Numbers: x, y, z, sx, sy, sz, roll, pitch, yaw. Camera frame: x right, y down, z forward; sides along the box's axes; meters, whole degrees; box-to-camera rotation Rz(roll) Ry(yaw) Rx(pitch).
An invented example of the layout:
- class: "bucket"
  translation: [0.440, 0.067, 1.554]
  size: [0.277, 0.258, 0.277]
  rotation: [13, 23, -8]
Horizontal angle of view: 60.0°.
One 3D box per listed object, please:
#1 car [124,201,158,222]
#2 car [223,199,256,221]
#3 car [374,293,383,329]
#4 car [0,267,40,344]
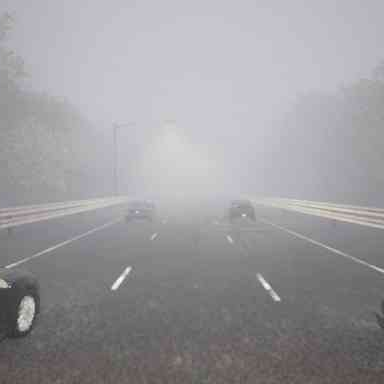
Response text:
- class: "car"
  translation: [-3.531, 1.335, 23.803]
  size: [2.033, 1.411, 5.357]
  rotation: [0, 1, -1]
- class: "car"
  translation: [3.458, 1.283, 24.734]
  size: [1.837, 1.490, 4.892]
  rotation: [0, 1, -1]
- class: "car"
  translation: [3.594, 1.524, 2.404]
  size: [2.033, 1.411, 5.357]
  rotation: [0, 0, 0]
- class: "car"
  translation: [-3.411, 1.473, 3.566]
  size: [1.837, 1.490, 4.892]
  rotation: [0, 1, 0]
